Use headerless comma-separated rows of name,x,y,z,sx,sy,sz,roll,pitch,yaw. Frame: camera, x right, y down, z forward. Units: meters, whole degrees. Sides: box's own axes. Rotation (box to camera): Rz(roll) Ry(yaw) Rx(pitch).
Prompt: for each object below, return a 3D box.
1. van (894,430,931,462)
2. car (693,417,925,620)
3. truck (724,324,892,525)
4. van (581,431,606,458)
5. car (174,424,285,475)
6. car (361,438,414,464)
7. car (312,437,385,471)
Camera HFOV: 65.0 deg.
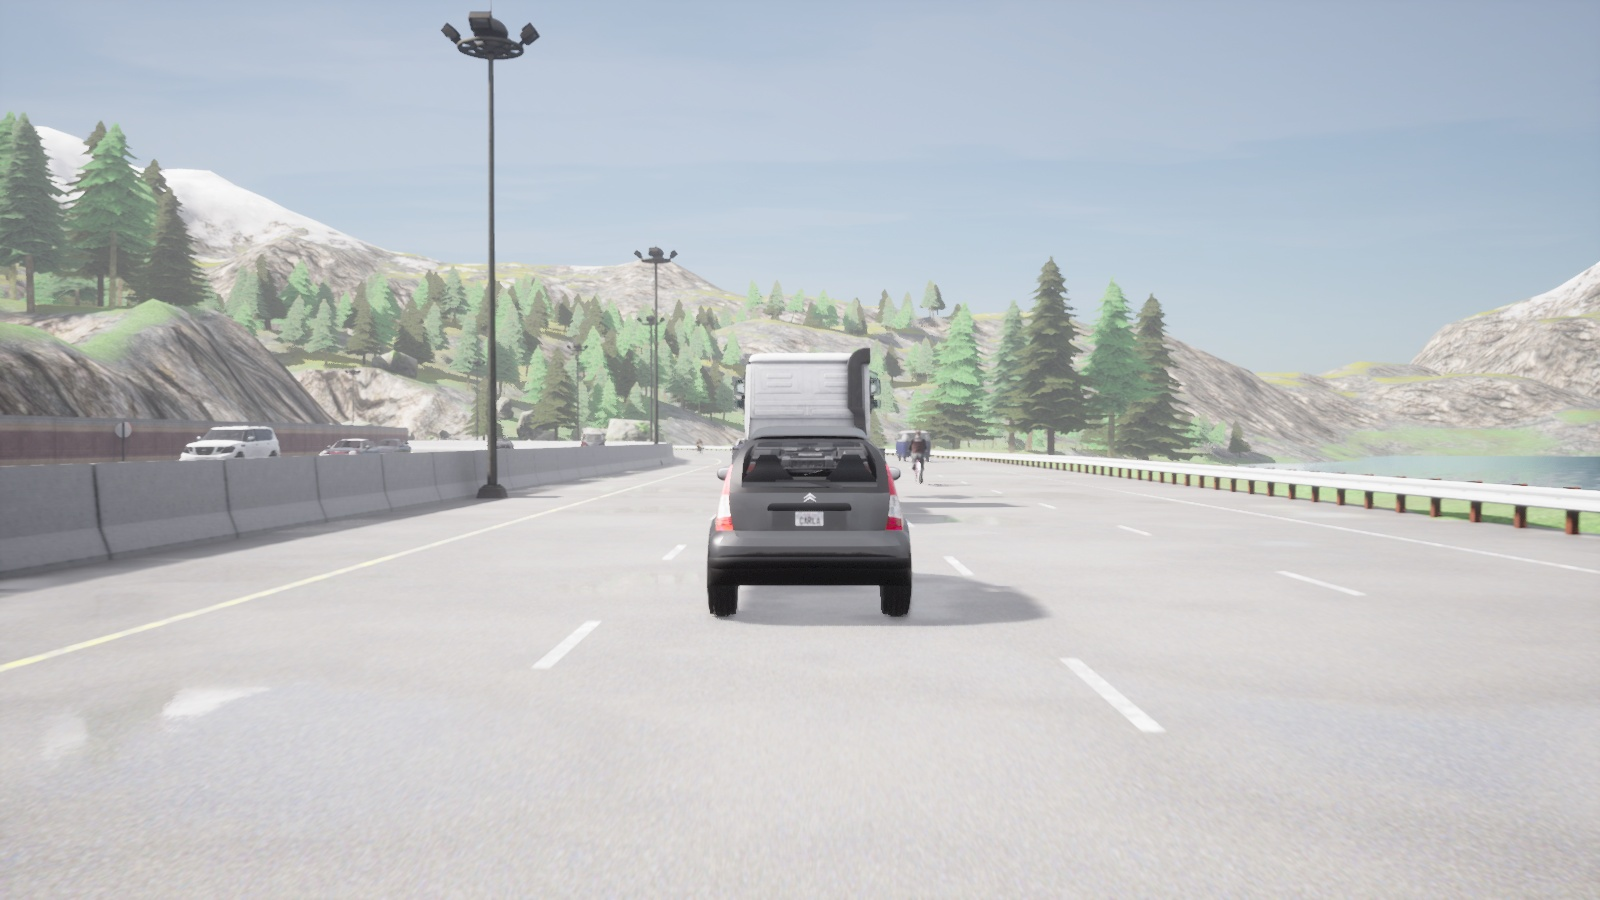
van,7.147,-0.246,80.064,1.775,1.987,4.442,0,1,-3
car,0.083,0.532,12.007,1.851,1.617,3.988,0,1,0
truck,0.158,-0.475,25.519,2.891,3.462,7.936,0,1,0
van,-15.968,-0.422,96.927,1.775,1.987,4.442,0,1,-11
car,-24.186,-0.056,53.513,2.150,2.045,5.566,0,1,0
car,-24.131,0.051,73.623,1.816,1.474,4.193,0,1,-1
car,-20.662,0.155,57.647,1.970,1.475,3.806,0,1,0
